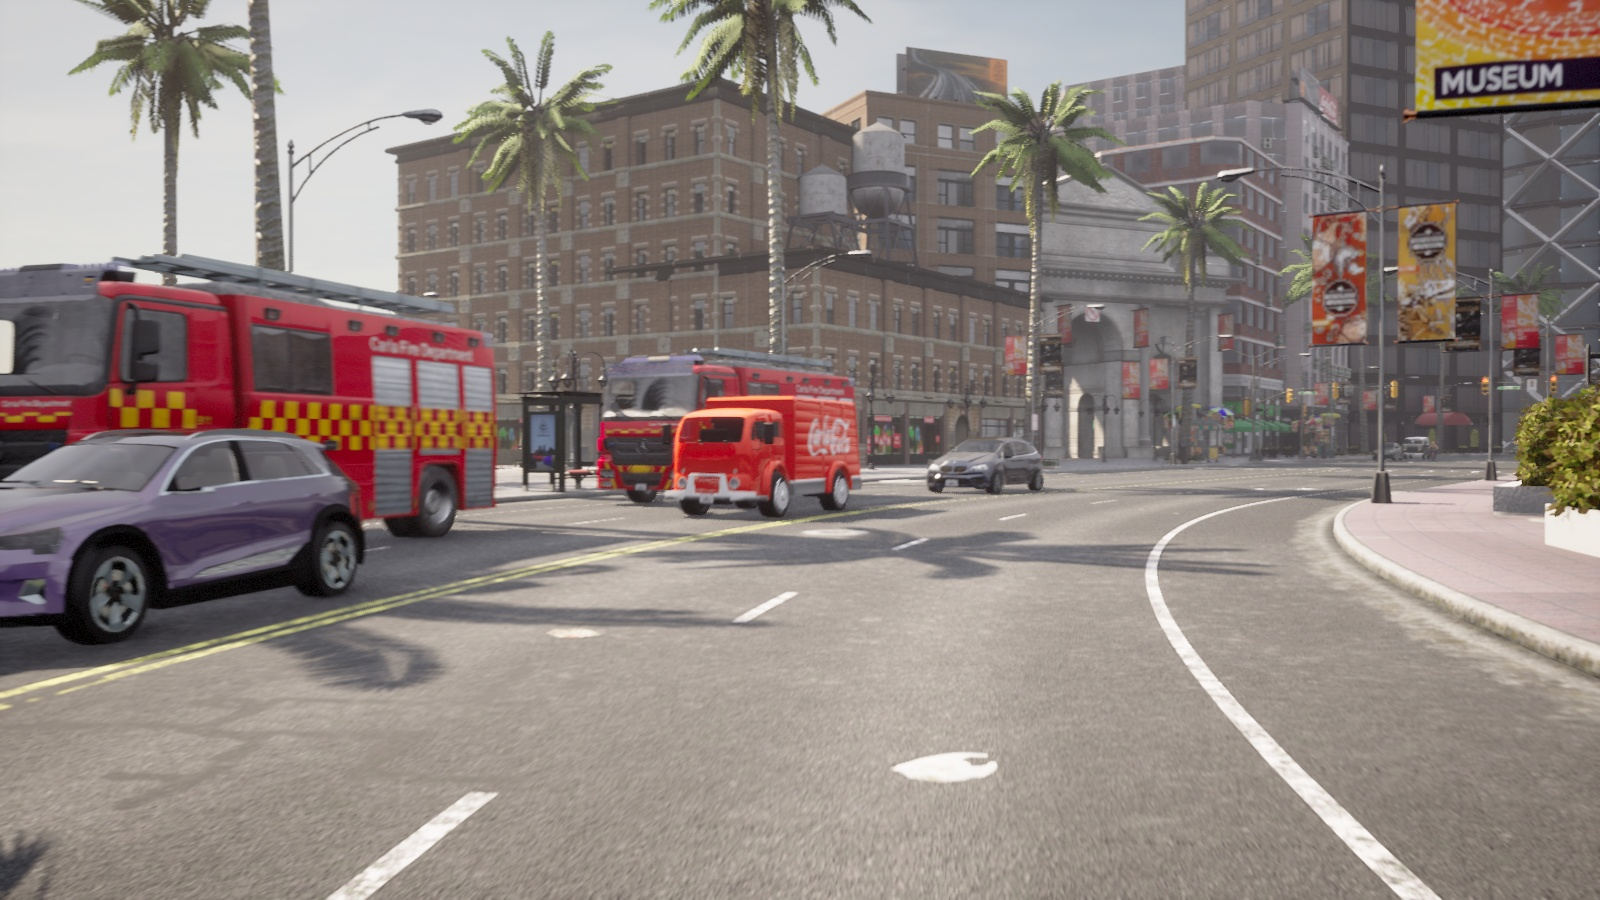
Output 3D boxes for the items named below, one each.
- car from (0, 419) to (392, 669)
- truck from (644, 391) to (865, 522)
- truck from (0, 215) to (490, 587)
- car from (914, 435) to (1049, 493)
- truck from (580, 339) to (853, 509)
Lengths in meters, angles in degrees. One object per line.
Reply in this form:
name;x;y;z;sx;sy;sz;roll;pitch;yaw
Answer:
car;-5.725;0.606;10.853;2.033;1.649;4.856;0;0;12
truck;-0.804;0.108;26.622;2.627;2.467;5.204;0;0;25
truck;-7.806;-0.529;17.379;2.891;3.827;8.468;0;0;17
car;5.591;0.384;38.174;2.242;1.667;4.611;0;0;34
truck;-1.834;-0.605;32.550;2.891;3.827;8.468;0;0;29
